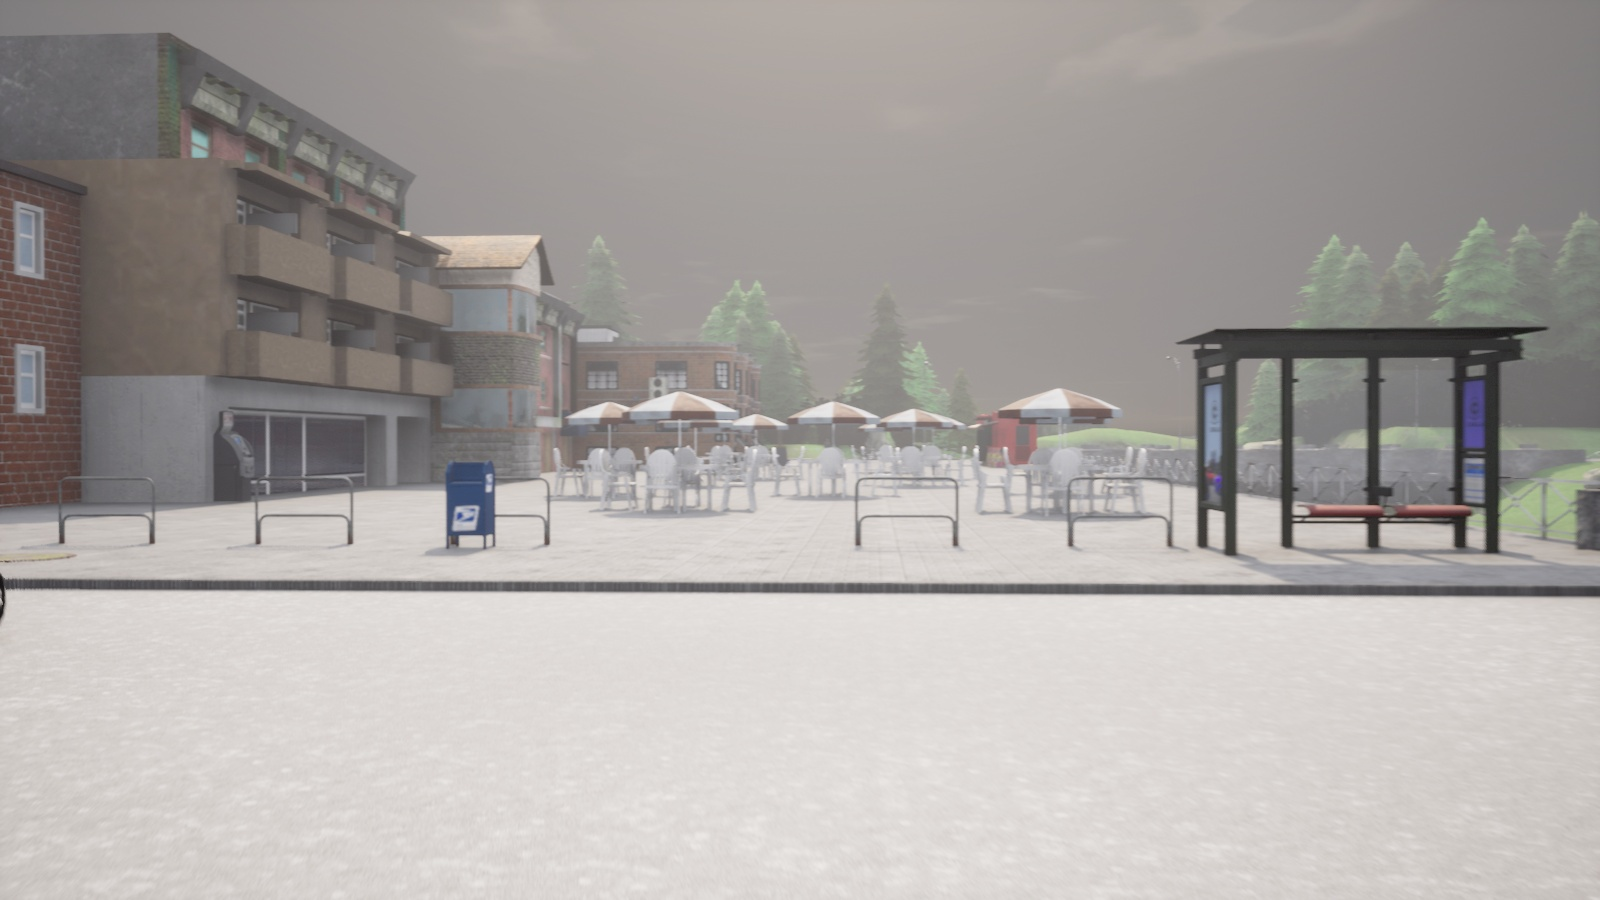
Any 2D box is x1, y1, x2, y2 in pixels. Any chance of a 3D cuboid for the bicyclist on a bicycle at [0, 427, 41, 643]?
[{"bbox_3d":[-6.769,0.646,9.793,1.656,1.620,0.582,0,2,25],"label":"bicyclist on a bicycle"}]
